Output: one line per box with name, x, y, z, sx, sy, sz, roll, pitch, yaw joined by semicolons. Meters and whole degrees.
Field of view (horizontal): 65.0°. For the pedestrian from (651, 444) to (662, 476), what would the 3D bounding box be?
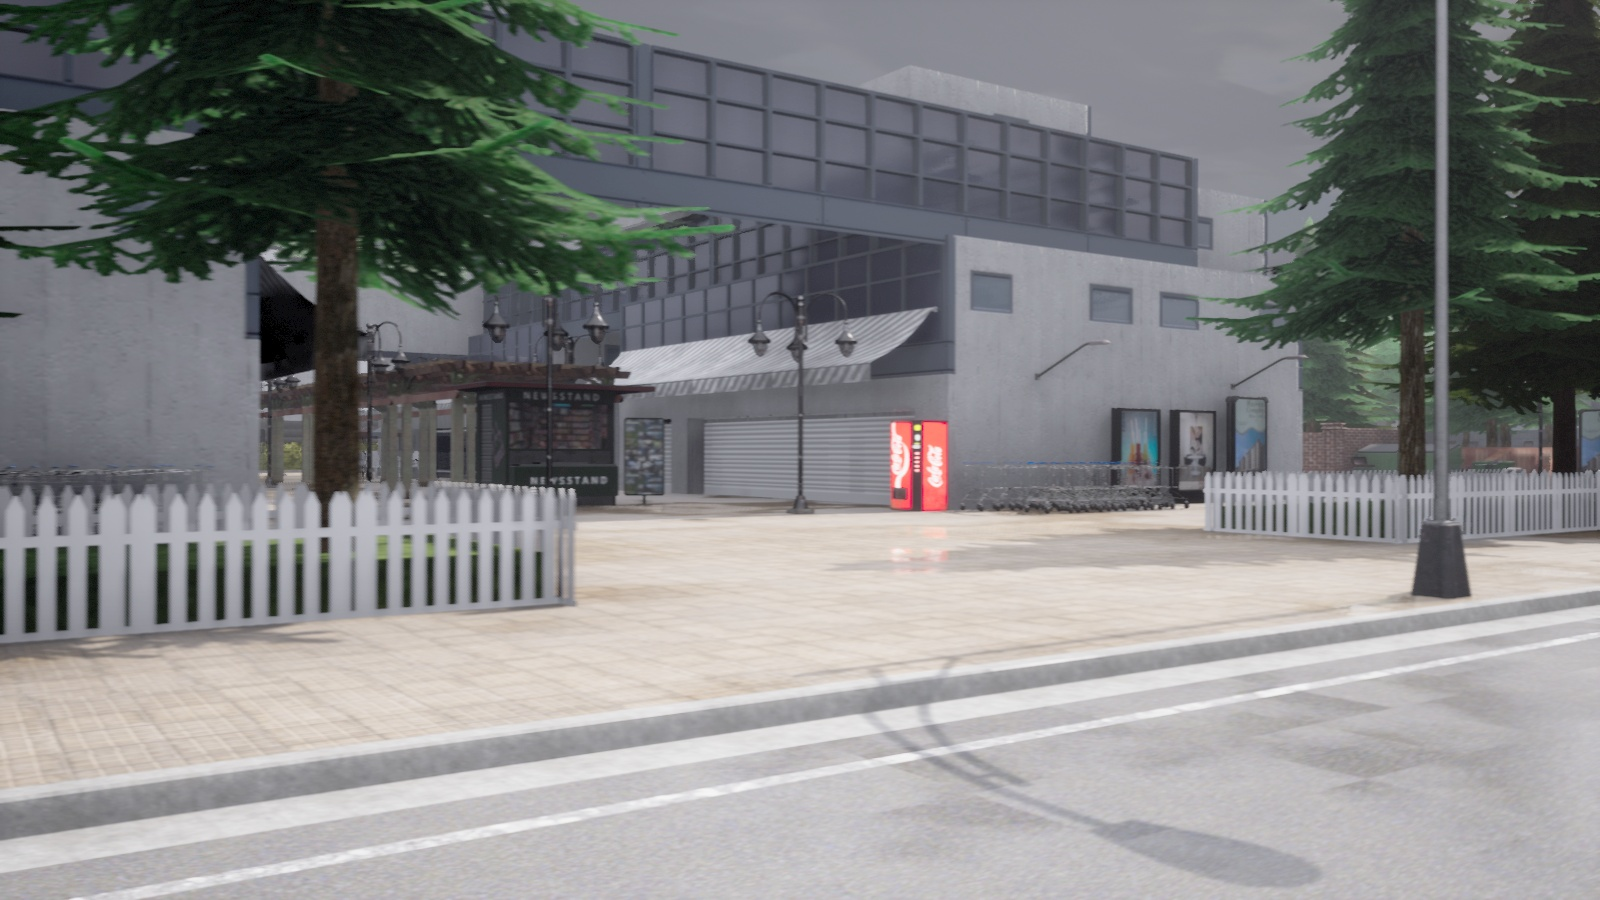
pedestrian;-8.110;0.574;71.193;0.345;1.836;0.594;0;0;-39
